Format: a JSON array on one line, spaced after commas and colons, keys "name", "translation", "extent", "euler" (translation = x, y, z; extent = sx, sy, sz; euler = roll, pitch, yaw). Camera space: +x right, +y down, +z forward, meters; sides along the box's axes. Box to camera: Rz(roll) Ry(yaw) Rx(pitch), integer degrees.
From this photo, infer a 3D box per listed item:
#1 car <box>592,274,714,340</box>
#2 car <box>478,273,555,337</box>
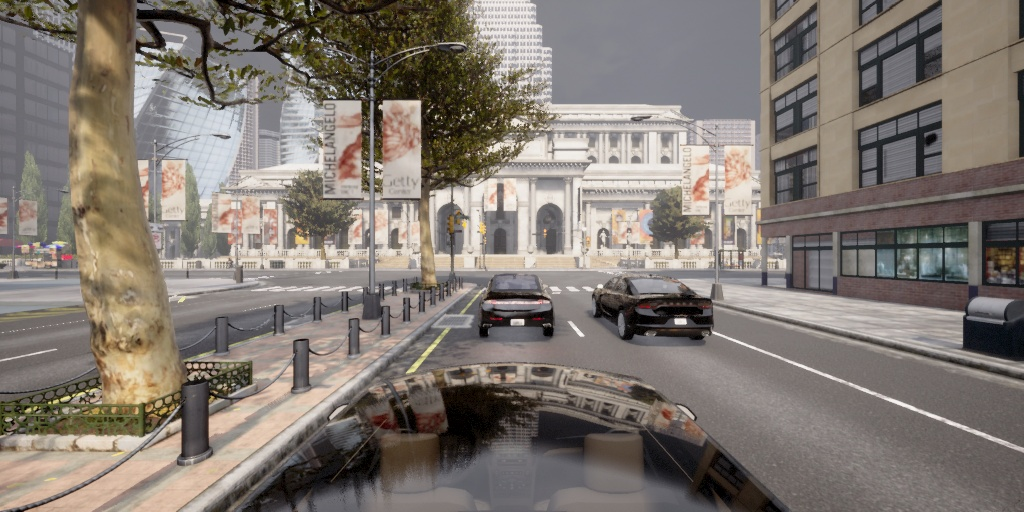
[{"name": "car", "translation": [3.564, 1.228, 10.019], "extent": [1.882, 1.535, 5.008], "euler": [0, 0, 0]}, {"name": "car", "translation": [0.080, 1.241, 10.286], "extent": [2.128, 1.511, 4.902], "euler": [0, 0, -1]}]
